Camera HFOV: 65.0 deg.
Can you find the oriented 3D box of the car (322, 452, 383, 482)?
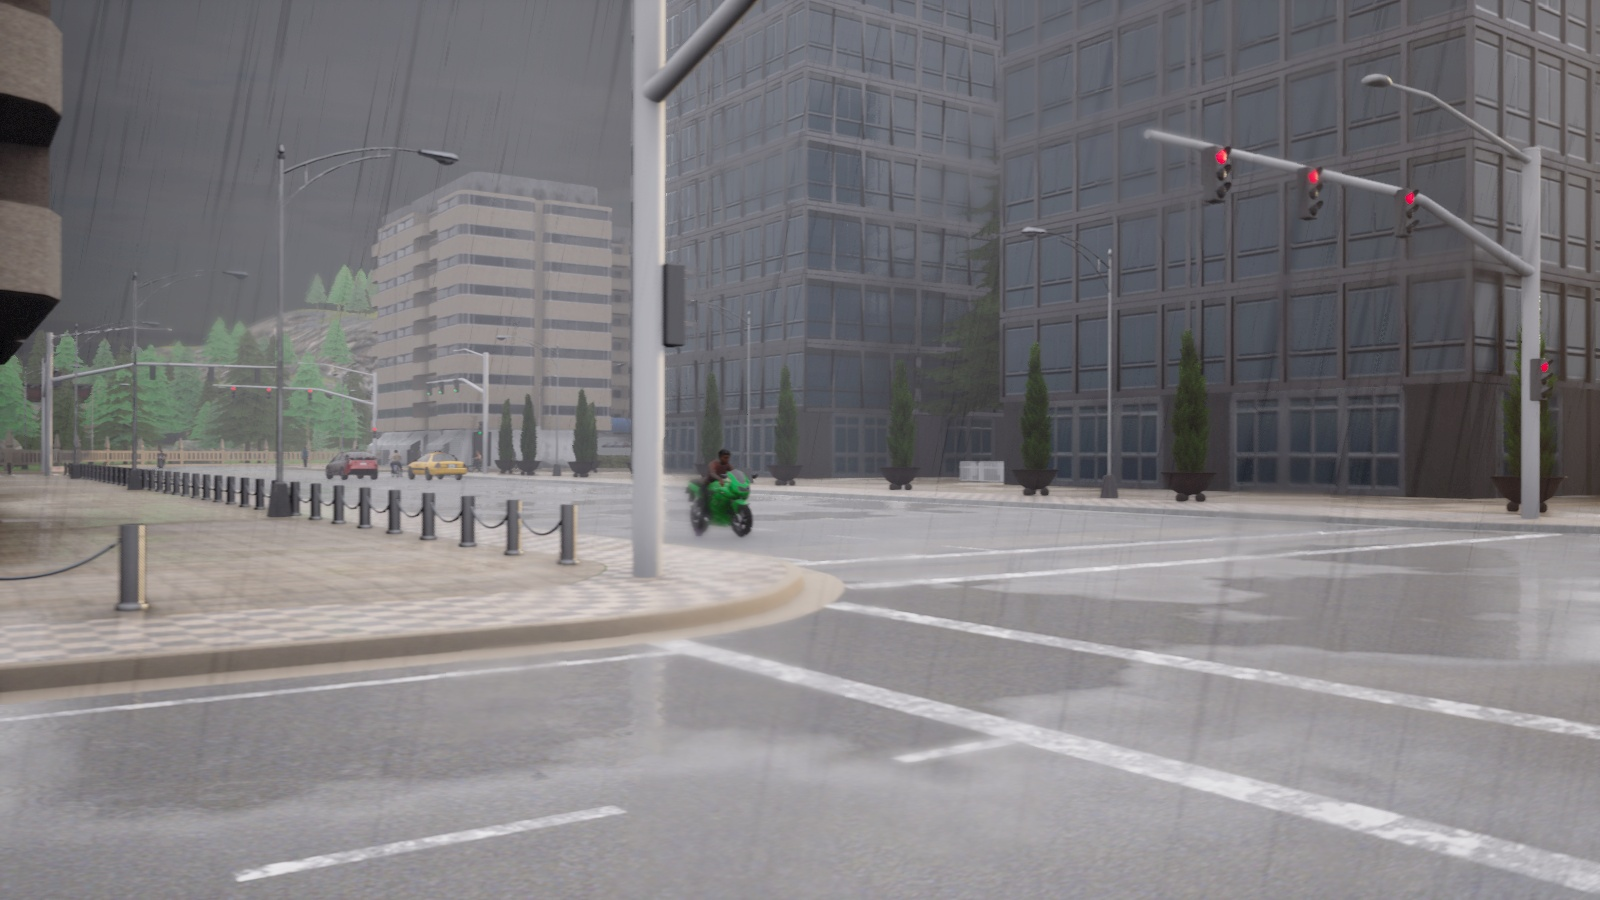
[{"bbox_3d":[-23.960,0.881,67.139,2.007,1.525,4.514,0,0,-34],"label":"car"}]

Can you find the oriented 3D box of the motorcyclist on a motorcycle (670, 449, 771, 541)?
[{"bbox_3d":[-1.400,0.746,21.817,0.797,1.523,2.044,0,0,-35],"label":"motorcyclist on a motorcycle"}]

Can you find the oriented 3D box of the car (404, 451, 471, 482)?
[{"bbox_3d":[-19.227,0.867,66.413,1.801,1.575,5.366,0,0,-34],"label":"car"}]
